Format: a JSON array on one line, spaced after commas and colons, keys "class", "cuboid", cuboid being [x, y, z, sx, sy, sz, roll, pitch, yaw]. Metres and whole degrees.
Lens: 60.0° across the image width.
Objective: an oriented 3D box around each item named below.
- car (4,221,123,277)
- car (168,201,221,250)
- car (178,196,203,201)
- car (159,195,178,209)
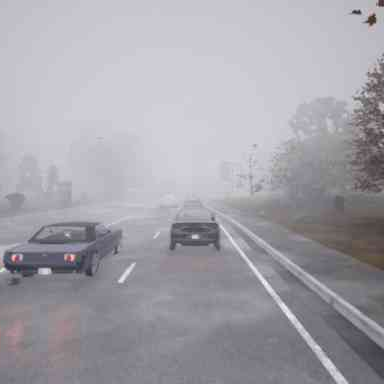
[{"class": "car", "cuboid": [-3.395, 1.523, 9.909, 1.895, 1.301, 4.718, 0, 1, 0]}, {"class": "car", "cuboid": [0.114, 1.362, 13.862, 1.882, 1.535, 5.008, 0, 1, 0]}, {"class": "car", "cuboid": [0.056, 1.160, 31.523, 2.128, 1.511, 4.902, 0, 0, 0]}, {"class": "car", "cuboid": [-2.453, 1.106, 37.993, 1.812, 1.442, 4.674, 0, 1, 5]}]
